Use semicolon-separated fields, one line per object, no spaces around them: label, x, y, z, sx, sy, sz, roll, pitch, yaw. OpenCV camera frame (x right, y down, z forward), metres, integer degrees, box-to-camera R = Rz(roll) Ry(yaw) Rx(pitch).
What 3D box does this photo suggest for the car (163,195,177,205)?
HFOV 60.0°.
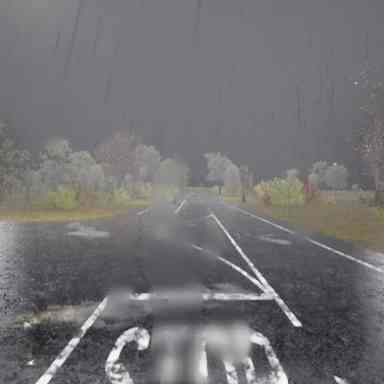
car;-3.314;1.199;50.437;2.128;1.511;4.902;0;0;0
